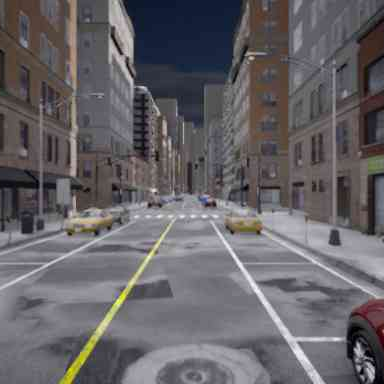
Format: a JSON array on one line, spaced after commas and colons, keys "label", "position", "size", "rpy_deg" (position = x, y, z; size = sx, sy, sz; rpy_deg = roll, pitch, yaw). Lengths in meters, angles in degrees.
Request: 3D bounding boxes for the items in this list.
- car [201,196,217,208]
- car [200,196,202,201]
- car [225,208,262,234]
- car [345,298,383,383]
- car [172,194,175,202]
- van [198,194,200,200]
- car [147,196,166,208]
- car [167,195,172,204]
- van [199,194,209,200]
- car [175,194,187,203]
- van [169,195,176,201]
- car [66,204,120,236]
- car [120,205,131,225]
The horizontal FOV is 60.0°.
[{"label": "car", "position": [2.870, 1.699, 51.404], "size": [1.887, 1.381, 4.507], "rpy_deg": [0, 0, 0]}, {"label": "car", "position": [2.871, 1.738, 56.906], "size": [1.947, 1.339, 4.313], "rpy_deg": [0, 0, 0]}, {"label": "car", "position": [2.861, 1.578, 19.275], "size": [1.752, 1.417, 4.829], "rpy_deg": [0, 0, 0]}, {"label": "car", "position": [2.857, 1.447, 2.528], "size": [1.967, 1.590, 4.097], "rpy_deg": [0, 0, 0]}, {"label": "car", "position": [-5.648, 1.686, 78.914], "size": [1.967, 1.590, 4.097], "rpy_deg": [0, 0, 0]}, {"label": "van", "position": [2.877, 1.586, 78.912], "size": [1.690, 1.788, 3.998], "rpy_deg": [0, 0, 0]}, {"label": "car", "position": [-5.656, 1.470, 51.408], "size": [2.192, 1.841, 5.009], "rpy_deg": [0, 0, 0]}, {"label": "car", "position": [-5.652, 1.650, 67.911], "size": [1.967, 1.590, 4.097], "rpy_deg": [0, 0, 0]}, {"label": "van", "position": [2.874, 1.550, 67.909], "size": [1.690, 1.788, 3.998], "rpy_deg": [0, 0, 0]}, {"label": "car", "position": [-2.979, 1.789, 80.128], "size": [2.033, 1.411, 5.357], "rpy_deg": [0, 0, 0]}, {"label": "van", "position": [-5.644, 1.641, 95.419], "size": [1.690, 1.788, 3.998], "rpy_deg": [0, 0, 0]}, {"label": "car", "position": [-5.664, 1.578, 18.938], "size": [1.752, 1.417, 4.829], "rpy_deg": [0, 0, 0]}, {"label": "car", "position": [-5.662, 1.621, 24.633], "size": [2.008, 1.369, 4.403], "rpy_deg": [0, 0, 0]}]
